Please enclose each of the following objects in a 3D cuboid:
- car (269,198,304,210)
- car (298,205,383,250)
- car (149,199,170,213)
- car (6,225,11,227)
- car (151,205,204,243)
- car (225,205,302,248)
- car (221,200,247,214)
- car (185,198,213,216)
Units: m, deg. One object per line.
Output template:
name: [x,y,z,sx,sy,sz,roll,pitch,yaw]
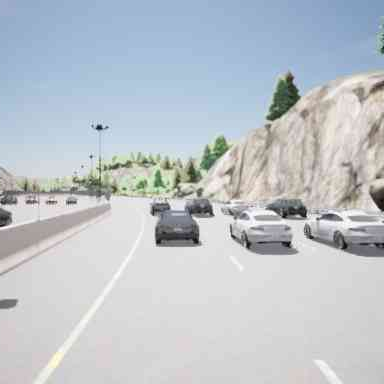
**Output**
car: [8.148,1.304,29.139,2.097,1.767,4.553,0,0,-9]
car: [6.415,1.497,14.095,1.812,1.442,4.674,0,0,-4]
car: [-3.274,1.464,33.678,2.128,1.511,4.902,0,0,-11]
car: [-11.756,1.484,18.432,1.882,1.535,5.008,0,0,-7]
car: [-0.779,1.549,16.039,1.994,1.385,4.181,0,0,-5]
car: [2.872,1.504,14.512,1.812,1.442,4.674,0,0,-4]
car: [4.138,1.484,32.061,1.812,1.442,4.674,0,0,-9]
car: [0.577,1.318,32.030,2.097,1.767,4.553,0,0,-10]
